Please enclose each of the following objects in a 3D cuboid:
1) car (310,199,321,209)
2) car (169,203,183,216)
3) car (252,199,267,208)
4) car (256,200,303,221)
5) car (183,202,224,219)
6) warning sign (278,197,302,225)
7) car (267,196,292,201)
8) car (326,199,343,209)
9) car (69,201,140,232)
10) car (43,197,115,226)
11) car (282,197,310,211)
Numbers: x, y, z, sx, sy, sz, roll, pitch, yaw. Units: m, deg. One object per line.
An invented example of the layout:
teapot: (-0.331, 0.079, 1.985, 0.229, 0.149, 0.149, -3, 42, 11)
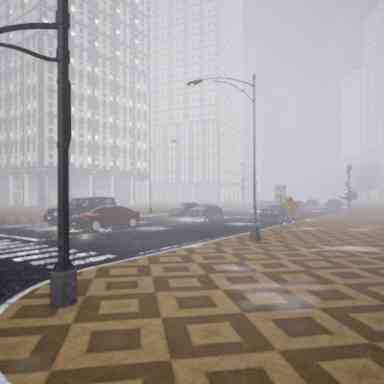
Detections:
car: (19.134, 1.863, 52.769, 1.837, 1.490, 4.892, 0, 0, 31)
car: (-0.443, 1.761, 34.930, 1.812, 1.442, 4.674, 0, -1, 34)
car: (10.954, 1.860, 51.899, 2.128, 1.511, 4.902, 0, -1, 32)
car: (7.693, 1.734, 29.196, 2.033, 1.411, 5.357, 0, -1, 34)
car: (1.396, 1.773, 31.863, 1.994, 1.385, 4.181, 0, 0, 34)
warning sign: (6.786, 1.253, 22.993, 1.300, 1.860, 1.060, 0, 0, 34)
car: (13.650, 1.551, 50.088, 2.150, 2.045, 5.566, 0, -1, 32)
car: (21.754, 1.818, 50.742, 1.882, 1.535, 5.008, 0, -1, 32)
car: (-5.555, 1.609, 21.705, 1.882, 1.535, 5.008, 0, -1, 34)
car: (-7.829, 1.374, 24.137, 2.150, 2.045, 5.566, 0, -1, 34)
car: (13.868, 1.827, 44.334, 1.812, 1.442, 4.674, 0, -1, 34)
